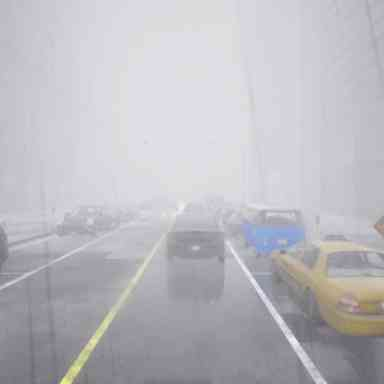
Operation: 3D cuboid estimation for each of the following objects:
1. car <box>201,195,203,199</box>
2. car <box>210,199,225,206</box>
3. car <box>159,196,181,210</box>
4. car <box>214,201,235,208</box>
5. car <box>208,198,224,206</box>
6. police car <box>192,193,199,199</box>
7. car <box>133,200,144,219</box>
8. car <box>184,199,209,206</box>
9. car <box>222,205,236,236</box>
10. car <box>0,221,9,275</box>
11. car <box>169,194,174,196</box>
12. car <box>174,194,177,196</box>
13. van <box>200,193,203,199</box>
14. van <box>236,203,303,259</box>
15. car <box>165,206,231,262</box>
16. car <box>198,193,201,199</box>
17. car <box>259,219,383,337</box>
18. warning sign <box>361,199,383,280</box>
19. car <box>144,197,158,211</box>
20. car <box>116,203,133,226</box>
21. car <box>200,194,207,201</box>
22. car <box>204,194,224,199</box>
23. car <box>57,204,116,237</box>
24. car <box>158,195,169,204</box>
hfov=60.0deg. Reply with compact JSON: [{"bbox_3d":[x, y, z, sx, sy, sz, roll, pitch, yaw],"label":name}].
[{"bbox_3d":[3.021,1.570,57.342,2.008,1.369,4.403,0,0,0],"label":"car"},{"bbox_3d":[2.896,1.568,29.159,1.947,1.339,4.313,0,0,0],"label":"car"},{"bbox_3d":[-2.894,1.613,44.127,1.895,1.301,4.718,0,0,0],"label":"car"},{"bbox_3d":[2.871,1.551,23.523,2.008,1.369,4.403,0,0,0],"label":"car"},{"bbox_3d":[2.921,1.571,34.795,1.947,1.339,4.313,0,0,0],"label":"car"},{"bbox_3d":[1.294,1.475,88.351,1.930,1.638,5.238,0,0,0],"label":"police car"},{"bbox_3d":[-5.629,1.586,29.192,1.802,1.307,4.206,0,0,0],"label":"car"},{"bbox_3d":[0.223,1.567,30.111,1.994,1.385,4.181,0,0,0],"label":"car"},{"bbox_3d":[2.846,1.581,17.886,1.802,1.307,4.206,0,0,0],"label":"car"},{"bbox_3d":[-5.728,1.315,6.648,2.192,1.841,5.009,0,0,0],"label":"car"},{"bbox_3d":[-5.453,1.471,68.646,1.967,1.590,4.097,0,0,0],"label":"car"},{"bbox_3d":[-5.404,1.608,79.918,1.947,1.339,4.313,0,0,0],"label":"car"},{"bbox_3d":[3.072,1.370,68.615,1.690,1.788,3.998,0,0,0],"label":"van"},{"bbox_3d":[2.822,1.339,12.249,1.690,1.788,3.998,0,0,0],"label":"van"},{"bbox_3d":[0.132,1.476,12.119,1.882,1.535,5.008,0,0,1],"label":"car"},{"bbox_3d":[3.122,1.480,79.888,1.967,1.590,4.097,0,0,0],"label":"car"},{"bbox_3d":[2.797,1.524,6.783,1.752,1.417,4.829,0,0,0],"label":"car"},{"bbox_3d":[5.100,1.113,8.227,1.300,1.860,1.060,0,0,0],"label":"warning sign"},{"bbox_3d":[-5.579,1.593,40.464,1.802,1.307,4.206,0,0,0],"label":"car"},{"bbox_3d":[-5.654,1.584,23.555,1.802,1.307,4.206,0,0,0],"label":"car"},{"bbox_3d":[3.172,1.492,91.162,1.967,1.590,4.097,0,0,0],"label":"car"},{"bbox_3d":[2.947,1.324,40.432,2.192,1.841,5.009,0,0,0],"label":"car"},{"bbox_3d":[-5.679,1.441,17.919,1.967,1.590,4.097,0,0,0],"label":"car"},{"bbox_3d":[-5.504,1.587,57.373,1.947,1.339,4.313,0,0,0],"label":"car"}]
